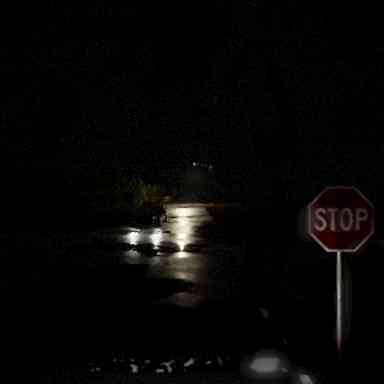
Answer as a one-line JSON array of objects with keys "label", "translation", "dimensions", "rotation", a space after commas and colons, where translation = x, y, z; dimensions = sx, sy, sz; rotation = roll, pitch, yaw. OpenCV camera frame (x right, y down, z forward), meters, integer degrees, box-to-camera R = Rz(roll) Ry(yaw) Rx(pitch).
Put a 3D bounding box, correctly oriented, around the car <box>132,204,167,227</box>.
[{"label": "car", "translation": [-2.991, 1.595, 24.255], "dimensions": [1.882, 1.535, 5.008], "rotation": [0, 0, 4]}]
